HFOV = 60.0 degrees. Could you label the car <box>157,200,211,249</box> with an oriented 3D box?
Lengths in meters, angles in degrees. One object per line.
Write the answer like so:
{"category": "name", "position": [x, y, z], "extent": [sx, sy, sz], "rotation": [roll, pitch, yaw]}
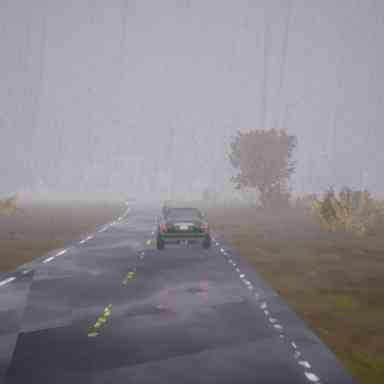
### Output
{"category": "car", "position": [-0.427, 1.365, 14.736], "extent": [2.097, 1.767, 4.553], "rotation": [0, 0, -3]}

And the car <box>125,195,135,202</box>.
{"category": "car", "position": [-14.075, 1.507, 75.242], "extent": [1.882, 1.535, 5.008], "rotation": [0, 0, -17]}

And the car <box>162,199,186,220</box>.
{"category": "car", "position": [-1.710, 1.486, 29.795], "extent": [1.882, 1.535, 5.008], "rotation": [0, 0, -6]}

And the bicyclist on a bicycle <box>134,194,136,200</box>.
{"category": "bicyclist on a bicycle", "position": [-16.161, 1.510, 93.430], "extent": [0.582, 1.620, 1.656], "rotation": [0, 0, -21]}
